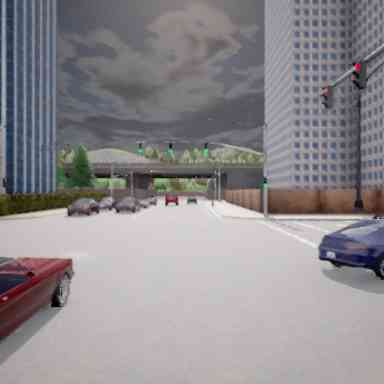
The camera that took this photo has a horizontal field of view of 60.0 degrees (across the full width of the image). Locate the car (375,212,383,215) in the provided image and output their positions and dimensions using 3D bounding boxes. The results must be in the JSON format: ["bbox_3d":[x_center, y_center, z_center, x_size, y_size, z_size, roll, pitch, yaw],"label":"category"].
[{"bbox_3d":[13.632,1.570,20.838,4.181,1.385,1.994,0,0,0],"label":"car"}]

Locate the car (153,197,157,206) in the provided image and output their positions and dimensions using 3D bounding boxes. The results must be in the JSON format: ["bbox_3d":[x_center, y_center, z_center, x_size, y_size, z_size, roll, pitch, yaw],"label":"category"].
[{"bbox_3d":[-6.994,1.582,56.286,1.994,1.385,4.181,0,0,0],"label":"car"}]

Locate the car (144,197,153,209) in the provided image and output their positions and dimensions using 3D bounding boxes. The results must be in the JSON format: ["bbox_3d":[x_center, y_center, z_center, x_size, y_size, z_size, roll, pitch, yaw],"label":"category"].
[{"bbox_3d":[-7.073,1.616,46.239,1.895,1.301,4.718,0,0,0],"label":"car"}]

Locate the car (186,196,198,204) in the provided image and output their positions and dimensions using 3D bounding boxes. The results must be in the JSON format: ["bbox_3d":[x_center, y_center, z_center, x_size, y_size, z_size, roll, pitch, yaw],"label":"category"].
[{"bbox_3d":[0.006,1.524,61.929,1.837,1.490,4.892,0,0,0],"label":"car"}]

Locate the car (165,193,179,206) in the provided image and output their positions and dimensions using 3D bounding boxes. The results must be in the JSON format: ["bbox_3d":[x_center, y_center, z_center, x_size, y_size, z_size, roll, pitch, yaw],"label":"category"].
[{"bbox_3d":[-3.412,1.239,56.853,2.150,2.045,5.566,0,0,0],"label":"car"}]

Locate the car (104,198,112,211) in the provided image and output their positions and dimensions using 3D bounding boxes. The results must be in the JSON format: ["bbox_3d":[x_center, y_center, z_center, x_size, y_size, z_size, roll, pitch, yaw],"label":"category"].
[{"bbox_3d":[-10.585,1.505,41.736,2.128,1.511,4.902,0,0,0],"label":"car"}]

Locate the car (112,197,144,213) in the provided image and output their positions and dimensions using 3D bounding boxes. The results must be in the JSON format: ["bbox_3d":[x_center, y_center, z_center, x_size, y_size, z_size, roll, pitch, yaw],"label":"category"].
[{"bbox_3d":[-7.091,1.364,37.256,2.097,1.767,4.553,0,0,0],"label":"car"}]

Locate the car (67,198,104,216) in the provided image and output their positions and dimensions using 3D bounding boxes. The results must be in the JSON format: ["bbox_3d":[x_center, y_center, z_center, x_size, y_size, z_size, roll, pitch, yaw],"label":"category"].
[{"bbox_3d":[-10.595,1.363,32.776,2.097,1.767,4.553,0,0,0],"label":"car"}]

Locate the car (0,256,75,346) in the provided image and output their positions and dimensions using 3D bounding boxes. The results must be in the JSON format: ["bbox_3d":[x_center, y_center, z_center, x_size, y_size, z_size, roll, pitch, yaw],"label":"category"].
[{"bbox_3d":[-3.403,1.603,4.985,1.895,1.301,4.718,0,0,0],"label":"car"}]

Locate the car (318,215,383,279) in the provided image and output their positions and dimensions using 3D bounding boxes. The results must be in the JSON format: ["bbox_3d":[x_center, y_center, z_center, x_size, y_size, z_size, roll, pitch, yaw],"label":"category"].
[{"bbox_3d":[5.944,1.529,9.730,4.674,1.442,1.812,0,-1,-19],"label":"car"}]

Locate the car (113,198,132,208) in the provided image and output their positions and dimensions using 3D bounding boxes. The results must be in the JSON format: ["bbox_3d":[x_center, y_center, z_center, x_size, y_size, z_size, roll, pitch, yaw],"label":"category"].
[{"bbox_3d":[-10.544,1.617,50.959,1.895,1.301,4.718,0,0,1],"label":"car"}]
